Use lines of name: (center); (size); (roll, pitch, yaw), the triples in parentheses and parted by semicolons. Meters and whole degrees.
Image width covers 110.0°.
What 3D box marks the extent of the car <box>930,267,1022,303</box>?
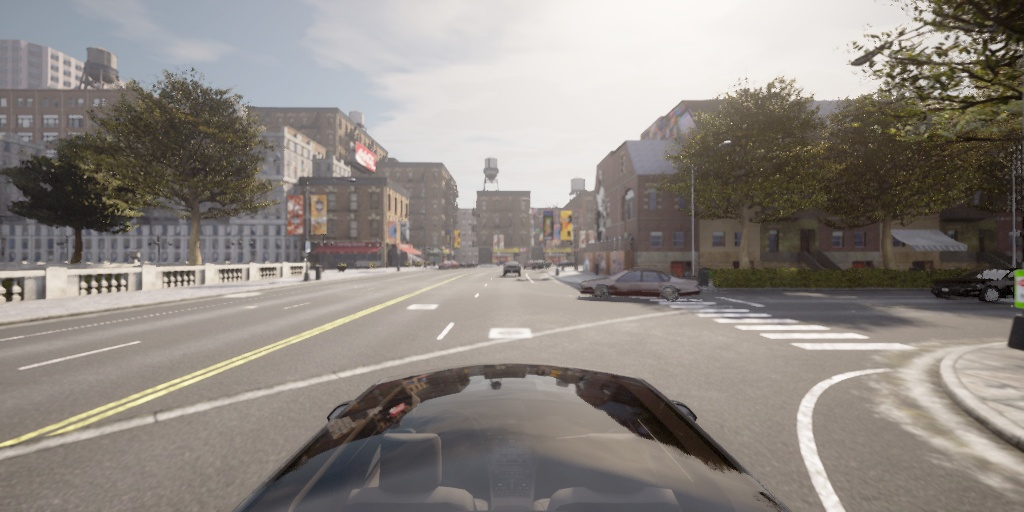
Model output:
car: (22.289, 1.272, 16.402); (5.008, 1.535, 1.882); (0, 0, -1)

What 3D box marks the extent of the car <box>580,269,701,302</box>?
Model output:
car: (5.992, 1.346, 17.191); (5.357, 1.411, 2.033); (0, 0, 13)

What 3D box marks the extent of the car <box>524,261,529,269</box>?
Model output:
car: (3.691, 1.468, 63.139); (1.812, 1.442, 4.674); (0, 0, 31)

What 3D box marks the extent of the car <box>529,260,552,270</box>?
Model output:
car: (4.956, 1.431, 58.387); (1.837, 1.490, 4.892); (-1, 0, 27)

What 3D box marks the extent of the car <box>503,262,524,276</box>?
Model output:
car: (0.083, 1.373, 39.594); (1.837, 1.490, 4.892); (0, 0, 2)
